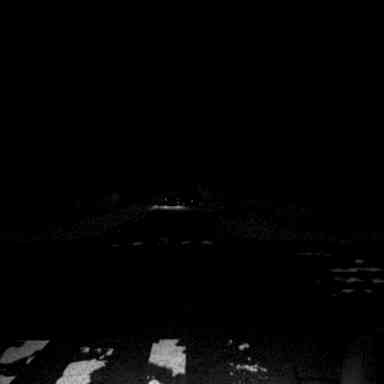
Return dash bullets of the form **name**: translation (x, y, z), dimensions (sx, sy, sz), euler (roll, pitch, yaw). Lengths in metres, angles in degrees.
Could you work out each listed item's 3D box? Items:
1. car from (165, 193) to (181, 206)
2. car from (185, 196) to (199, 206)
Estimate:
- **car**: translation (-2.745, 1.003, 47.735), dimensions (2.097, 1.767, 4.553), euler (0, 1, 0)
- **car**: translation (0.005, 1.218, 47.553), dimensions (1.994, 1.385, 4.181), euler (0, 1, 0)
